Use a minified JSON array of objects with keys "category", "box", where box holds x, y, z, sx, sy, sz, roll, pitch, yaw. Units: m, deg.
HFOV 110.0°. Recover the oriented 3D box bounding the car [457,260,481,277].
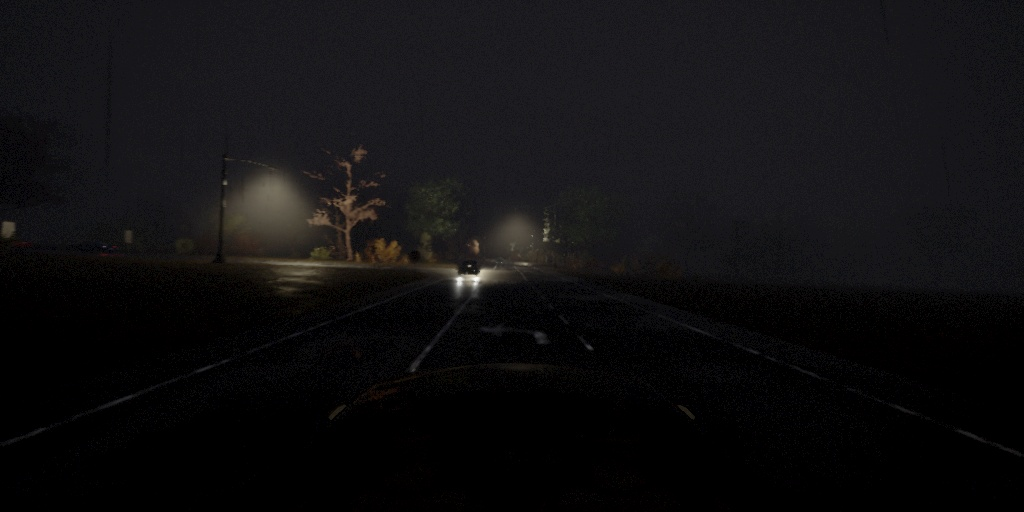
[{"category":"car","box":[-4.035,1.139,34.190,1.837,1.490,4.892,2,2,-1]}]
